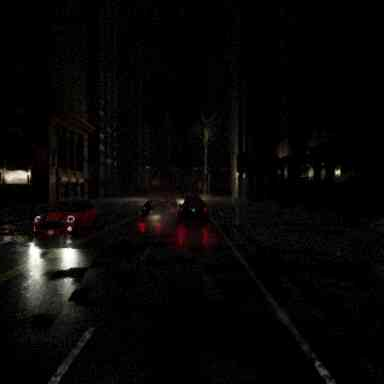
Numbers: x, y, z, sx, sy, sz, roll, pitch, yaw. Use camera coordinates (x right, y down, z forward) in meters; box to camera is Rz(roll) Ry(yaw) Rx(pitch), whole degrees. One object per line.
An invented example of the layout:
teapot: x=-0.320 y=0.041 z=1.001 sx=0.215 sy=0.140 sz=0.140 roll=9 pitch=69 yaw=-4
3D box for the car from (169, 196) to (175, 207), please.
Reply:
car: x=-3.162 y=1.287 z=47.278 sx=1.812 sy=1.442 sz=4.674 roll=0 pitch=0 yaw=0

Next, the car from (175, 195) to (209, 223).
car: x=0.095 y=1.229 z=24.041 sx=2.097 sy=1.767 sz=4.553 roll=0 pitch=0 yaw=0

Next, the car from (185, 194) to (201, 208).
car: x=0.089 y=1.122 z=45.488 sx=2.097 sy=1.767 sz=4.553 roll=0 pitch=0 yaw=0

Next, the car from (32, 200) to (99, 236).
car: x=-6.504 y=1.262 z=17.549 sx=2.097 sy=1.767 sz=4.553 roll=0 pitch=0 yaw=0

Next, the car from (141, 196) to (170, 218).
car: x=-3.159 y=1.381 z=28.316 sx=1.812 sy=1.442 sz=4.674 roll=0 pitch=0 yaw=0
